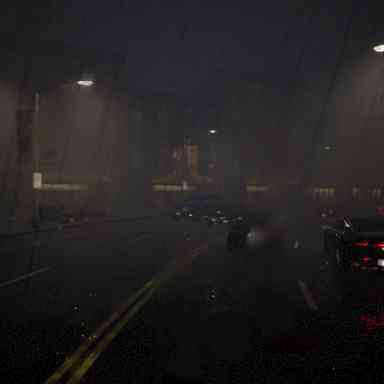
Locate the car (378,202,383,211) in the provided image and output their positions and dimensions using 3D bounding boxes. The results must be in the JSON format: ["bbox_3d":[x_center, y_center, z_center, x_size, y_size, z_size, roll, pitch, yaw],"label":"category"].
[{"bbox_3d":[17.636,1.381,28.069,4.553,1.767,2.097,0,0,-37],"label":"car"}]

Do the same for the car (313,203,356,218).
[{"bbox_3d":[12.249,1.599,28.347,4.718,1.301,1.895,0,0,-43],"label":"car"}]

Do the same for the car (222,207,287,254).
[{"bbox_3d":[2.782,1.546,13.728,1.994,1.385,4.181,0,0,18],"label":"car"}]

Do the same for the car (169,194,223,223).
[{"bbox_3d":[0.563,1.162,25.540,2.150,2.045,5.566,0,0,34],"label":"car"}]

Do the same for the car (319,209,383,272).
[{"bbox_3d":[5.381,1.508,10.576,1.837,1.490,4.892,0,0,15],"label":"car"}]

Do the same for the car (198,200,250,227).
[{"bbox_3d":[2.588,1.465,22.065,1.837,1.490,4.892,0,0,32],"label":"car"}]
